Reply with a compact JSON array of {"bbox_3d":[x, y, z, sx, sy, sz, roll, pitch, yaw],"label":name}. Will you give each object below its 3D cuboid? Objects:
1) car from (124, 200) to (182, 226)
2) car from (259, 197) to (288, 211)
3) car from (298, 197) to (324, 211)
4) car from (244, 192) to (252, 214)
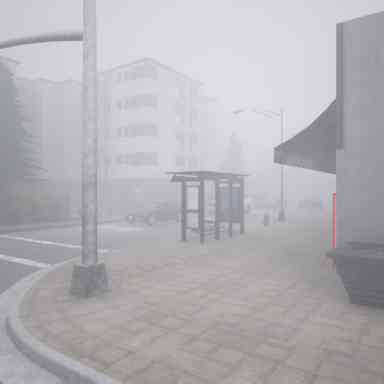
[{"bbox_3d":[-2.342,1.328,22.191,1.837,1.490,4.892,0,0,36],"label":"car"},{"bbox_3d":[9.488,1.301,38.587,1.882,1.535,5.008,0,0,36],"label":"car"},{"bbox_3d":[13.718,1.329,38.217,1.837,1.490,4.892,0,0,36],"label":"car"},{"bbox_3d":[3.544,1.045,30.373,2.150,2.045,5.566,0,0,36],"label":"car"}]
